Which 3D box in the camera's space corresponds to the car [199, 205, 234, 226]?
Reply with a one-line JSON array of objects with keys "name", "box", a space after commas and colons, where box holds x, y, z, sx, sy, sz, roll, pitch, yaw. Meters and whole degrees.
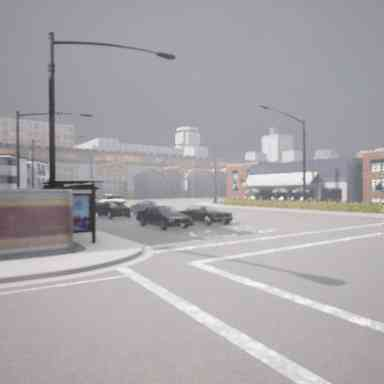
[{"name": "car", "box": [0.917, 1.666, 24.372, 1.895, 1.301, 4.718, -1, 0, -33]}]

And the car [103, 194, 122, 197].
[{"name": "car", "box": [-9.770, 1.280, 41.628, 2.150, 2.045, 5.566, -1, 0, -28]}]

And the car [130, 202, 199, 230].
[{"name": "car", "box": [-2.004, 1.644, 22.437, 2.033, 1.411, 5.357, -1, 0, -33]}]

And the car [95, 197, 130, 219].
[{"name": "car", "box": [-7.231, 1.572, 30.680, 1.882, 1.535, 5.008, -1, 0, -32]}]

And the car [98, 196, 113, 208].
[{"name": "car", "box": [-13.231, 1.515, 51.144, 1.882, 1.535, 5.008, 0, 0, -10]}]
